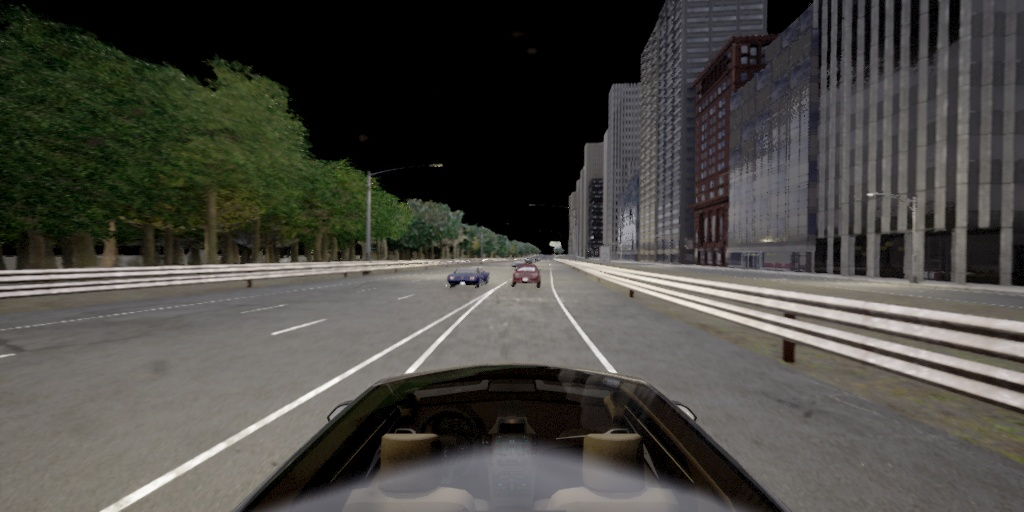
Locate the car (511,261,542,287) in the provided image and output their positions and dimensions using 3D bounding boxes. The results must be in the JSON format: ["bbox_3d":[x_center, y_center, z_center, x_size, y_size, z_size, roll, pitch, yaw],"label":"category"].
[{"bbox_3d":[1.083,1.309,24.901,1.812,1.442,4.674,0,0,6],"label":"car"}]

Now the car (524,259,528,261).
[{"bbox_3d":[1.046,1.416,58.829,1.895,1.301,4.718,1,0,6],"label":"car"}]

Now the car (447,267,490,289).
[{"bbox_3d":[-2.684,1.347,23.351,1.895,1.301,4.718,1,0,6],"label":"car"}]
